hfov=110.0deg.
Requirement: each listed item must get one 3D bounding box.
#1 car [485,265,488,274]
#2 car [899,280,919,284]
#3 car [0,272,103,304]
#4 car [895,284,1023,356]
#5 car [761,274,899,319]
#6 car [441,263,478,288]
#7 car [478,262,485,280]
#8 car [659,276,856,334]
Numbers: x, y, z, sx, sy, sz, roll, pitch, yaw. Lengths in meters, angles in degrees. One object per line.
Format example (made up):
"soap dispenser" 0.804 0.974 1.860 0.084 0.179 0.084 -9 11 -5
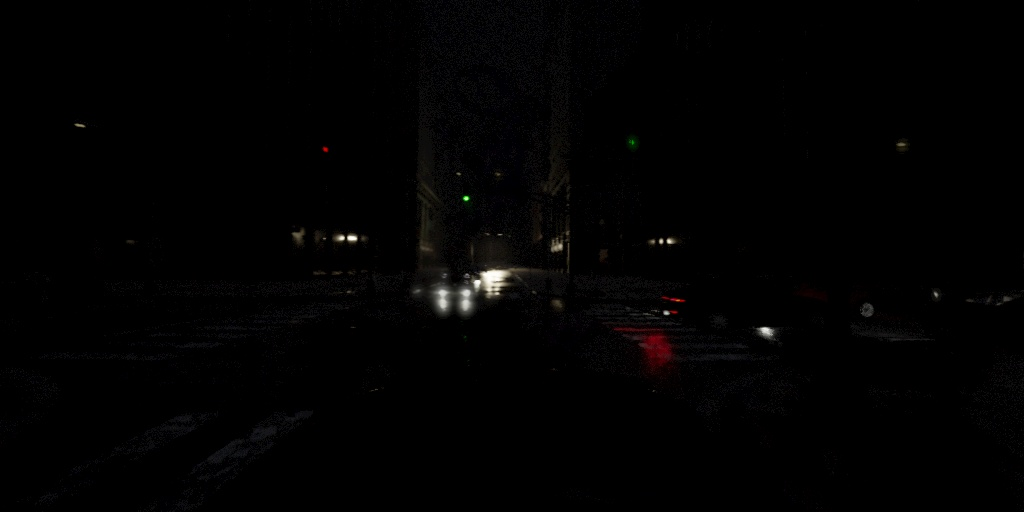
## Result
"car" -4.855 1.993 56.556 1.812 1.442 4.674 0 -1 -1
"car" 17.463 1.791 16.925 4.403 1.370 2.007 0 0 -2
"car" -20.672 1.338 15.594 4.403 1.370 2.007 0 0 -2
"car" 12.067 1.477 8.210 4.403 1.370 2.007 0 0 -2
"car" 11.580 1.568 14.082 5.008 1.535 1.882 0 -2 -1
"car" -3.947 1.413 26.714 2.097 1.767 4.553 1 -1 -2
"car" -4.333 1.703 38.856 1.882 1.535 5.008 1 -1 -2
"car" 7.018 1.465 10.810 4.892 1.490 1.837 0 -2 -2
